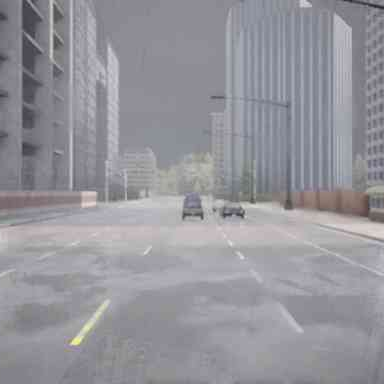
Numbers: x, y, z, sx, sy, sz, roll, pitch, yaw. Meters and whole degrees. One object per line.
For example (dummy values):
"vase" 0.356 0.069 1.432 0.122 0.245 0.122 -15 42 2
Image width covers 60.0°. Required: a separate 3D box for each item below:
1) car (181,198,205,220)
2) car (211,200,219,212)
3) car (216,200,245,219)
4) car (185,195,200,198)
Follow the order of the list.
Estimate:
"car" 0.072 1.600 29.409 2.128 1.511 4.902 0 0 0
"car" 3.511 1.676 41.662 1.812 1.442 4.674 0 0 0
"car" 3.570 1.711 30.369 1.895 1.301 4.718 0 0 0
"car" 0.060 1.371 40.244 2.150 2.045 5.566 0 0 0
